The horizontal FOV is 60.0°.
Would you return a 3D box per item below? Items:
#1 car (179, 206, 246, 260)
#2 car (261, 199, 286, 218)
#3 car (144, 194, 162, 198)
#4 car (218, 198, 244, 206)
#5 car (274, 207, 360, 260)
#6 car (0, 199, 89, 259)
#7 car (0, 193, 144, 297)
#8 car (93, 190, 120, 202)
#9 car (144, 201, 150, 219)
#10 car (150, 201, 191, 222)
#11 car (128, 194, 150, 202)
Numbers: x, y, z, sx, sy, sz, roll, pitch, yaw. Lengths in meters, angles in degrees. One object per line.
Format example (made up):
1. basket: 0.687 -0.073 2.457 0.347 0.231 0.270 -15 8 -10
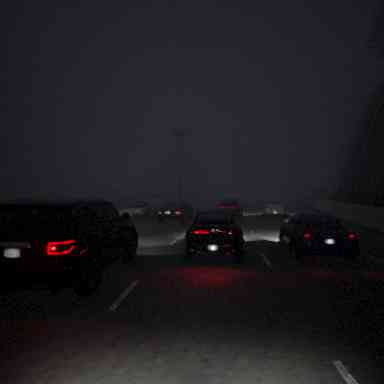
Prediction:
1. car: 0.876 1.406 12.053 1.837 1.490 4.892 0 -1 6
2. car: 6.785 1.313 27.568 1.812 1.442 4.674 0 0 11
3. car: -6.714 1.062 57.577 1.837 1.490 4.892 0 0 20
4. car: 3.137 1.297 27.175 1.837 1.490 4.892 0 1 11
5. car: 4.406 1.468 12.087 1.994 1.385 4.181 0 0 6
6. car: -6.040 1.250 13.110 2.097 1.767 4.553 0 0 6
7. car: -3.006 1.155 8.599 2.150 2.045 5.566 0 1 4
8. car: -16.074 0.740 62.586 2.150 2.045 5.566 0 0 20
9. car: -4.101 1.395 26.678 1.895 1.301 4.718 0 0 11
10. car: -1.068 1.363 23.951 2.033 1.411 5.357 0 0 10
11. car: -9.525 1.102 60.070 1.994 1.385 4.181 0 1 20
